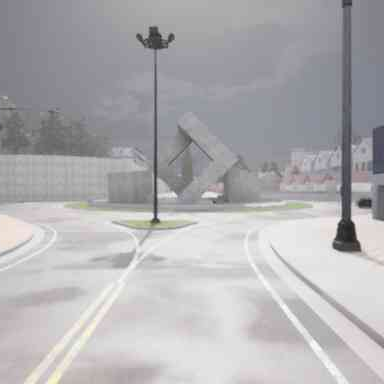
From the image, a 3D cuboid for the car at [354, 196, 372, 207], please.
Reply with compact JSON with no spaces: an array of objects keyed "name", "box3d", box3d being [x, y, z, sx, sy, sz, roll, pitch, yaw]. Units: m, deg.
[{"name":"car","box3d":[21.734,1.215,41.818,1.994,1.385,4.181,0,1,20]}]
